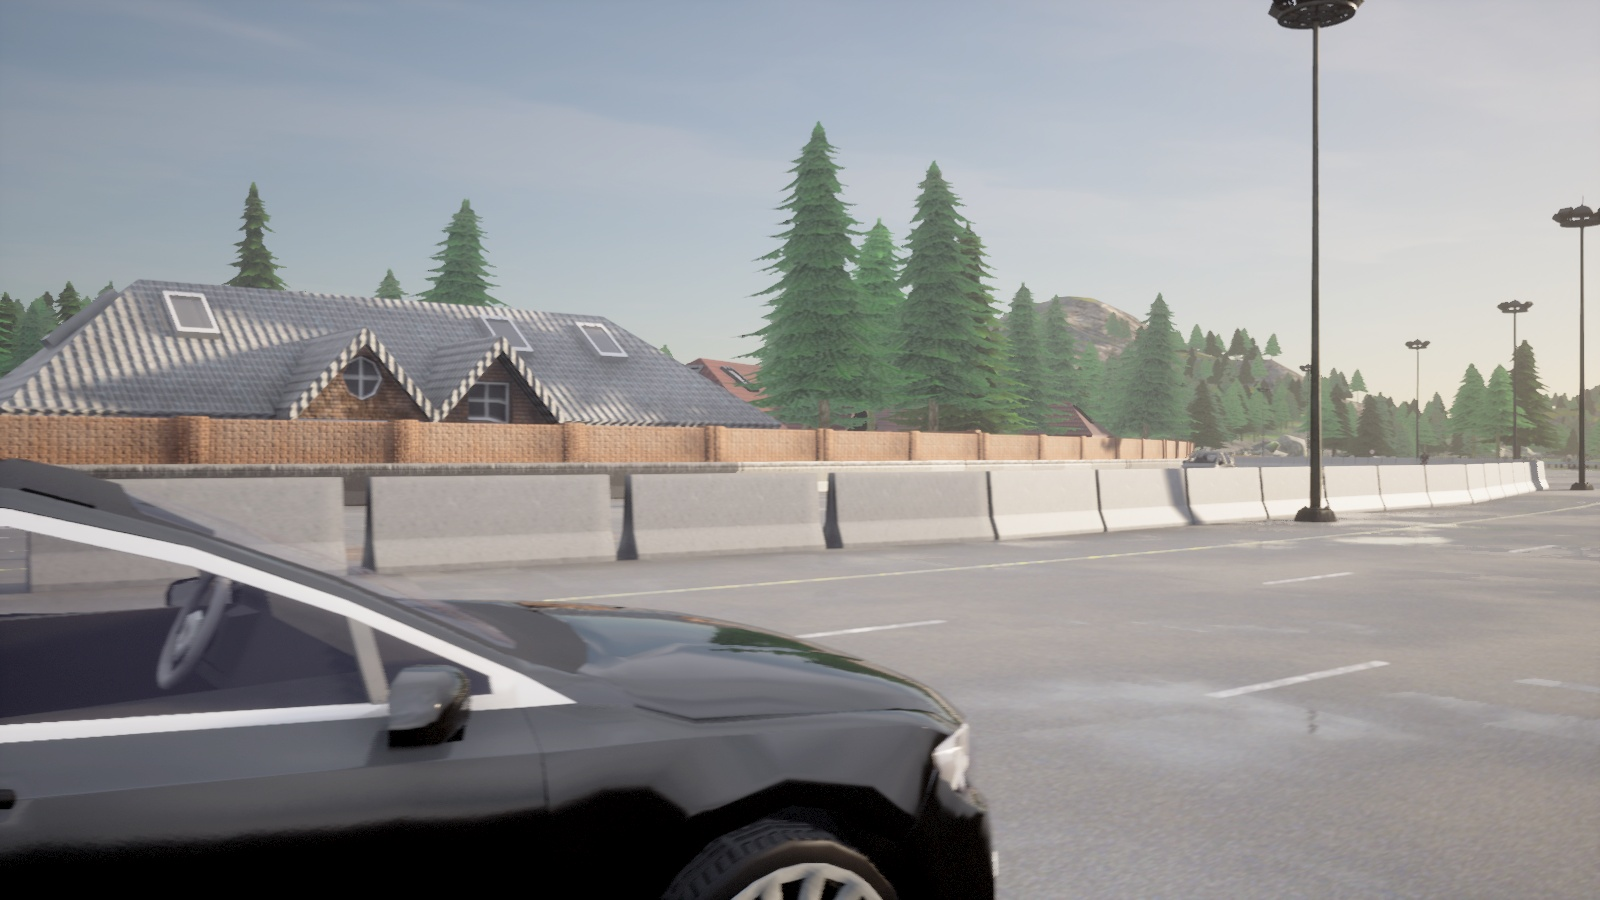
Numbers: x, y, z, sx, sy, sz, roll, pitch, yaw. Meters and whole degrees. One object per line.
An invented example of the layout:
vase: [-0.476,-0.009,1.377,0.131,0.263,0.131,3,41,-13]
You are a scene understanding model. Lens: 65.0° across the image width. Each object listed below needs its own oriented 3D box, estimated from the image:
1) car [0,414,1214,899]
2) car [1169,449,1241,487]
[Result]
car: [-1.606,0.711,2.523,4.902,1.511,2.128,0,0,-35]
car: [17.956,0.751,55.598,1.851,1.617,3.988,0,0,36]
